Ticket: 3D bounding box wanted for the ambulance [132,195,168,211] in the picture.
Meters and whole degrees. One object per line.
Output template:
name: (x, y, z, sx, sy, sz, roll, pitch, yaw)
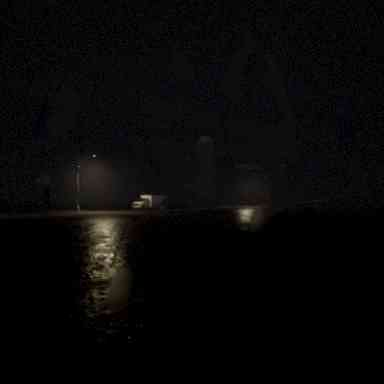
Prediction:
ambulance: (-6.652, 1.706, 52.943, 2.351, 2.431, 6.366, 1, -1, 36)
